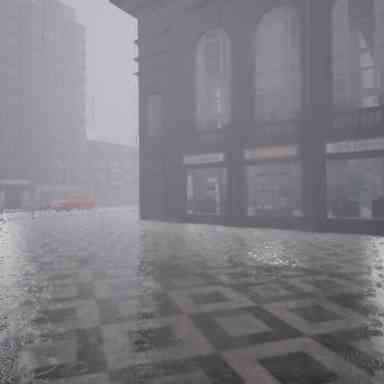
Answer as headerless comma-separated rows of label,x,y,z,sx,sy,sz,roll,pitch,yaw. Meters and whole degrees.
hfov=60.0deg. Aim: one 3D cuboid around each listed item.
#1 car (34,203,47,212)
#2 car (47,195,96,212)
car,-17.783,1.790,42.426,1.895,1.301,4.718,-1,0,35
car,-14.562,1.364,41.366,2.150,2.045,5.566,-1,0,35
